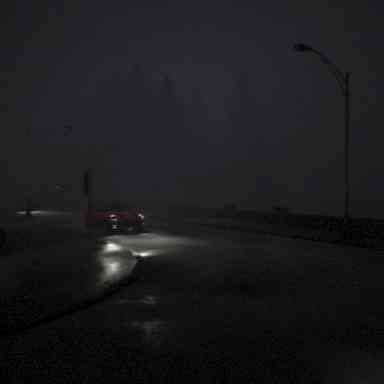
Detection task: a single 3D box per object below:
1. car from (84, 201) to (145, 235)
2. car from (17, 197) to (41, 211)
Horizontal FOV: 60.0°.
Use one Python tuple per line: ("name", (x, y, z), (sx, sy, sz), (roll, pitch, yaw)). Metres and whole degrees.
("car", (-4.458, 1.313, 18.901), (2.097, 1.767, 4.553), (0, 0, -36))
("car", (-19.128, 1.332, 39.014), (1.882, 1.535, 5.008), (0, 0, -36))
